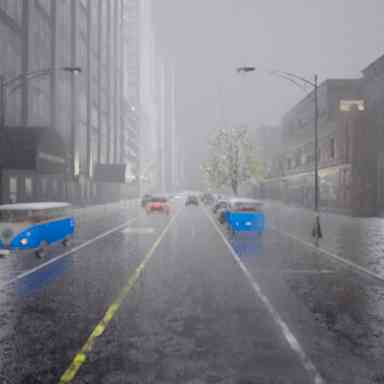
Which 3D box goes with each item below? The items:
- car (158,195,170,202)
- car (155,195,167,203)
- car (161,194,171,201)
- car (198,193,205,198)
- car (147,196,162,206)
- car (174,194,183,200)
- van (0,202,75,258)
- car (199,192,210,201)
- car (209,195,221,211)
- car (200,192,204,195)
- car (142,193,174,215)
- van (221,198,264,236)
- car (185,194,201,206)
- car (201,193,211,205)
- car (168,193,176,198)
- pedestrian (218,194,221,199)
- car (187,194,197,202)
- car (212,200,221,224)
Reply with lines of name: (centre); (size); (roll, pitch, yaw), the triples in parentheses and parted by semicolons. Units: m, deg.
car: (-5.668, 1.248, 67.638); (1.947, 1.339, 4.313); (1, 0, 0)
car: (-5.668, 1.238, 61.920); (1.752, 1.417, 4.829); (1, 0, 0)
car: (-5.666, 1.178, 73.013); (1.752, 1.417, 4.829); (1, 0, 0)
car: (2.718, 1.089, 95.367); (1.947, 1.339, 4.313); (1, 0, 0)
car: (-5.670, 1.296, 50.828); (1.752, 1.417, 4.829); (1, 0, 0)
car: (-2.988, 1.168, 73.106); (1.895, 1.301, 4.718); (0, 0, 0)
van: (-5.674, 1.291, 12.176); (1.690, 1.788, 3.998); (1, 0, 0)
car: (2.717, 0.967, 73.183); (2.192, 1.841, 5.009); (1, 0, 0)
car: (3.006, 1.381, 33.750); (1.812, 1.442, 4.674); (0, 0, 0)
car: (2.715, 1.027, 62.090); (2.192, 1.841, 5.009); (1, 0, 0)
car: (-3.088, 1.217, 31.295); (2.097, 1.767, 4.553); (0, 0, 0)
van: (2.707, 1.268, 17.721); (1.690, 1.788, 3.998); (1, 0, 0)
car: (0.018, 1.382, 48.688); (1.895, 1.301, 4.718); (0, 0, 0)
car: (2.711, 1.294, 51.169); (1.752, 1.417, 4.829); (1, 0, 0)
car: (-5.663, 1.088, 95.366); (1.947, 1.339, 4.313); (1, 0, 0)
pedestrian: (3.006, 1.135, 36.599); (0.375, 1.860, 0.375); (1, -1, -4)
car: (0.011, 1.160, 67.024); (1.837, 1.490, 4.892); (0, 0, 0)
car: (2.705, 1.468, 23.269); (1.947, 1.339, 4.313); (1, 0, 0)
